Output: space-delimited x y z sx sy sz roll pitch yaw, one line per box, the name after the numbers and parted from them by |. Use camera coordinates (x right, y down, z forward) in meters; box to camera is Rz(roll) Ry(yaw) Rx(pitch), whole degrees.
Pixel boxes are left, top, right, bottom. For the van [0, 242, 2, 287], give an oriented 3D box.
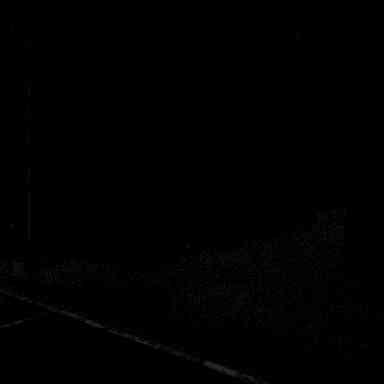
-5.763 1.339 7.182 3.998 1.788 1.690 0 0 35 | van
